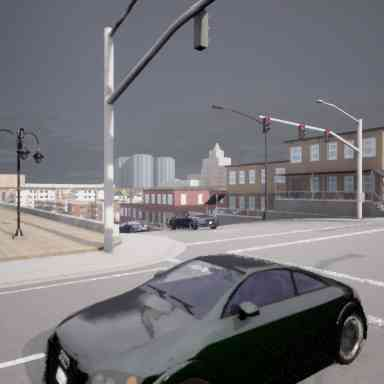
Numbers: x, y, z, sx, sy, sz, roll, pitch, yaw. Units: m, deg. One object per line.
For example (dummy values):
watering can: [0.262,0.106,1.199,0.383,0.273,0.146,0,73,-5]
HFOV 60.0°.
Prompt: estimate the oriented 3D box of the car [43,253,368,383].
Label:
car: [0.397,1.564,4.282,4.181,1.385,1.994,0,0,-36]

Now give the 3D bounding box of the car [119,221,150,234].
car: [-5.809,3.504,32.151,1.812,1.442,4.674,0,-12,-37]

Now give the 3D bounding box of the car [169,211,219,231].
car: [0.061,2.054,24.187,1.994,1.385,4.181,0,-4,-36]
